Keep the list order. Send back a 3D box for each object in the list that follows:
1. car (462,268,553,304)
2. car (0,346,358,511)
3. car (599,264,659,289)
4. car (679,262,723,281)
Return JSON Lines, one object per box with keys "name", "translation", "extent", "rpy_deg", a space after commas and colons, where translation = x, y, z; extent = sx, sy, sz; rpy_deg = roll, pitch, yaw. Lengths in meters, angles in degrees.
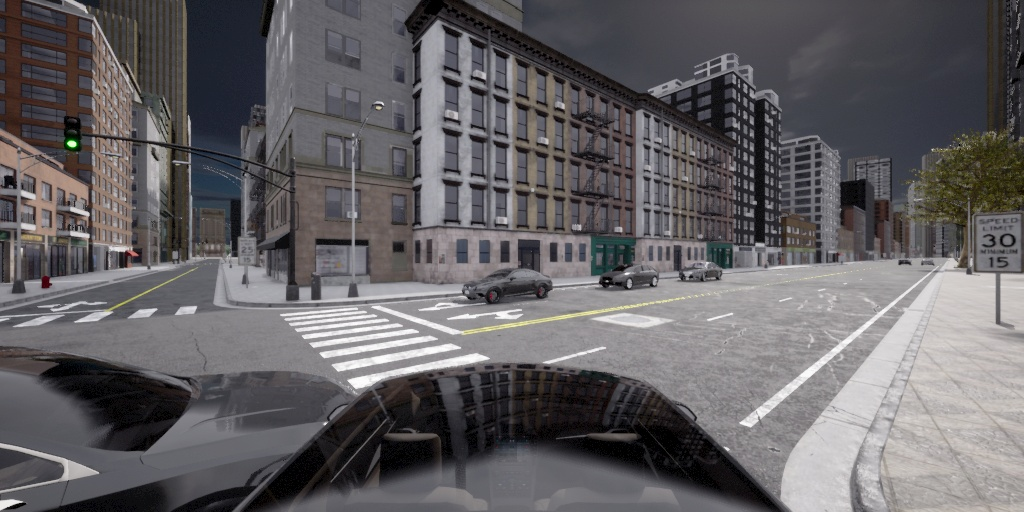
{"name": "car", "translation": [-0.102, 1.286, 16.714], "extent": [4.674, 1.442, 1.812], "rpy_deg": [0, 0, -39]}
{"name": "car", "translation": [-3.228, 1.257, 1.730], "extent": [4.892, 1.490, 1.837], "rpy_deg": [0, 0, -35]}
{"name": "car", "translation": [7.566, 1.257, 22.968], "extent": [4.892, 1.490, 1.837], "rpy_deg": [0, 0, -39]}
{"name": "car", "translation": [15.551, 1.235, 29.469], "extent": [4.902, 1.511, 2.128], "rpy_deg": [0, 0, -39]}
